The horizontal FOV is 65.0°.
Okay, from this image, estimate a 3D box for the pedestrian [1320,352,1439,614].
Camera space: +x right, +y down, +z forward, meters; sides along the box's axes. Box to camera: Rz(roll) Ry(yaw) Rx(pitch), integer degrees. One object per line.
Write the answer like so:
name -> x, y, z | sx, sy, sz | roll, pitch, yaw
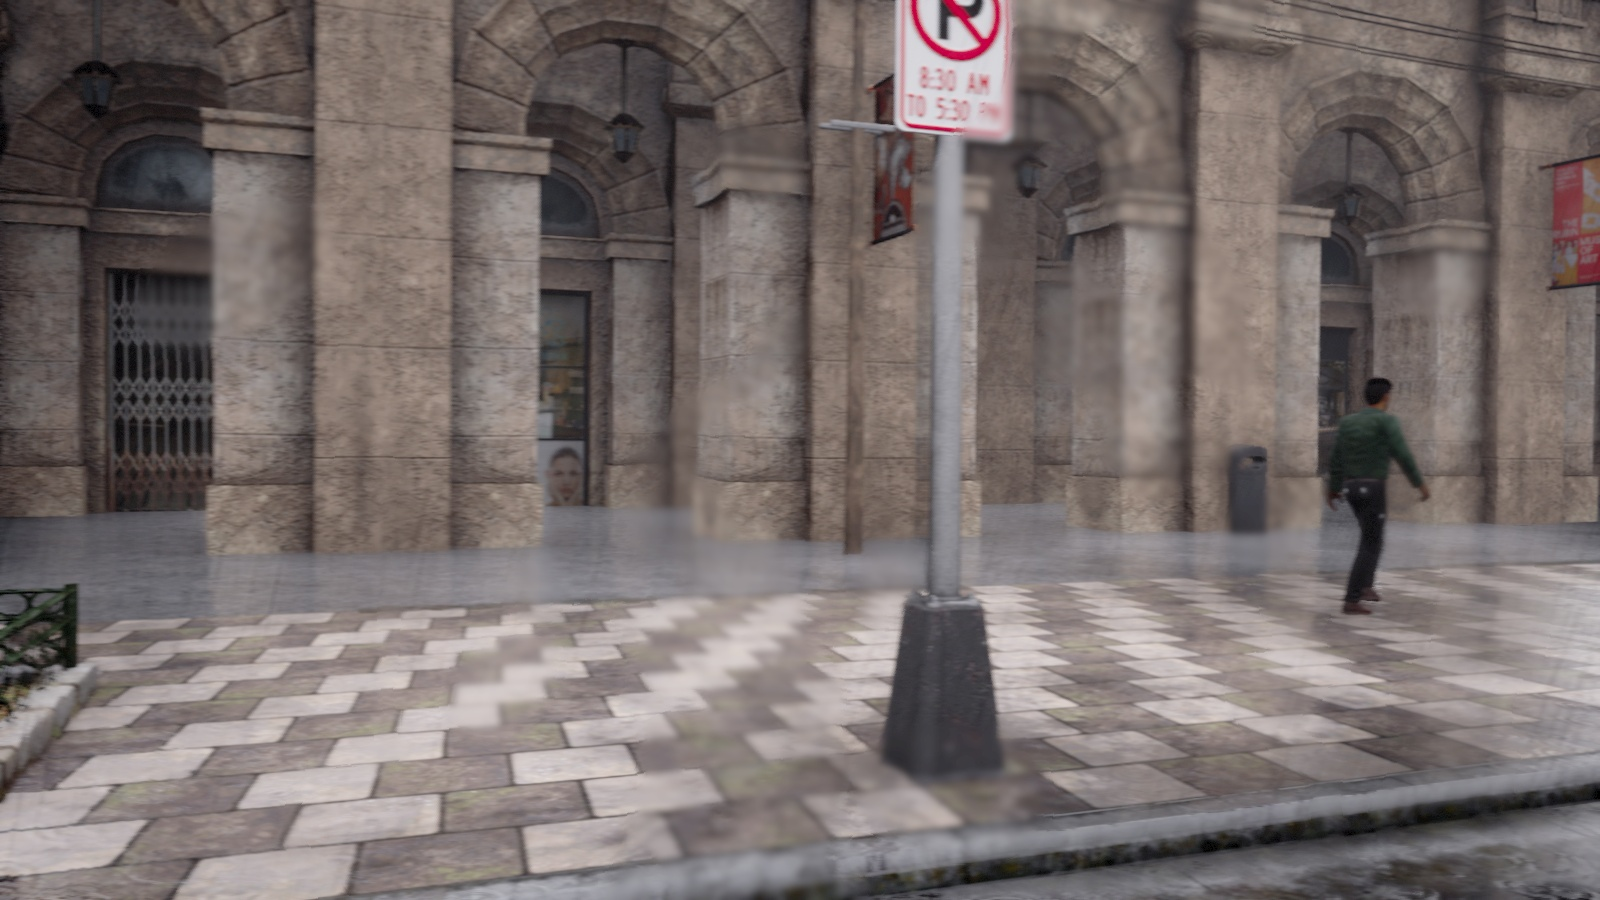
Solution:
pedestrian -> 4.468, 0.239, 9.683 | 0.788, 1.949, 0.423 | -1, 1, -26
